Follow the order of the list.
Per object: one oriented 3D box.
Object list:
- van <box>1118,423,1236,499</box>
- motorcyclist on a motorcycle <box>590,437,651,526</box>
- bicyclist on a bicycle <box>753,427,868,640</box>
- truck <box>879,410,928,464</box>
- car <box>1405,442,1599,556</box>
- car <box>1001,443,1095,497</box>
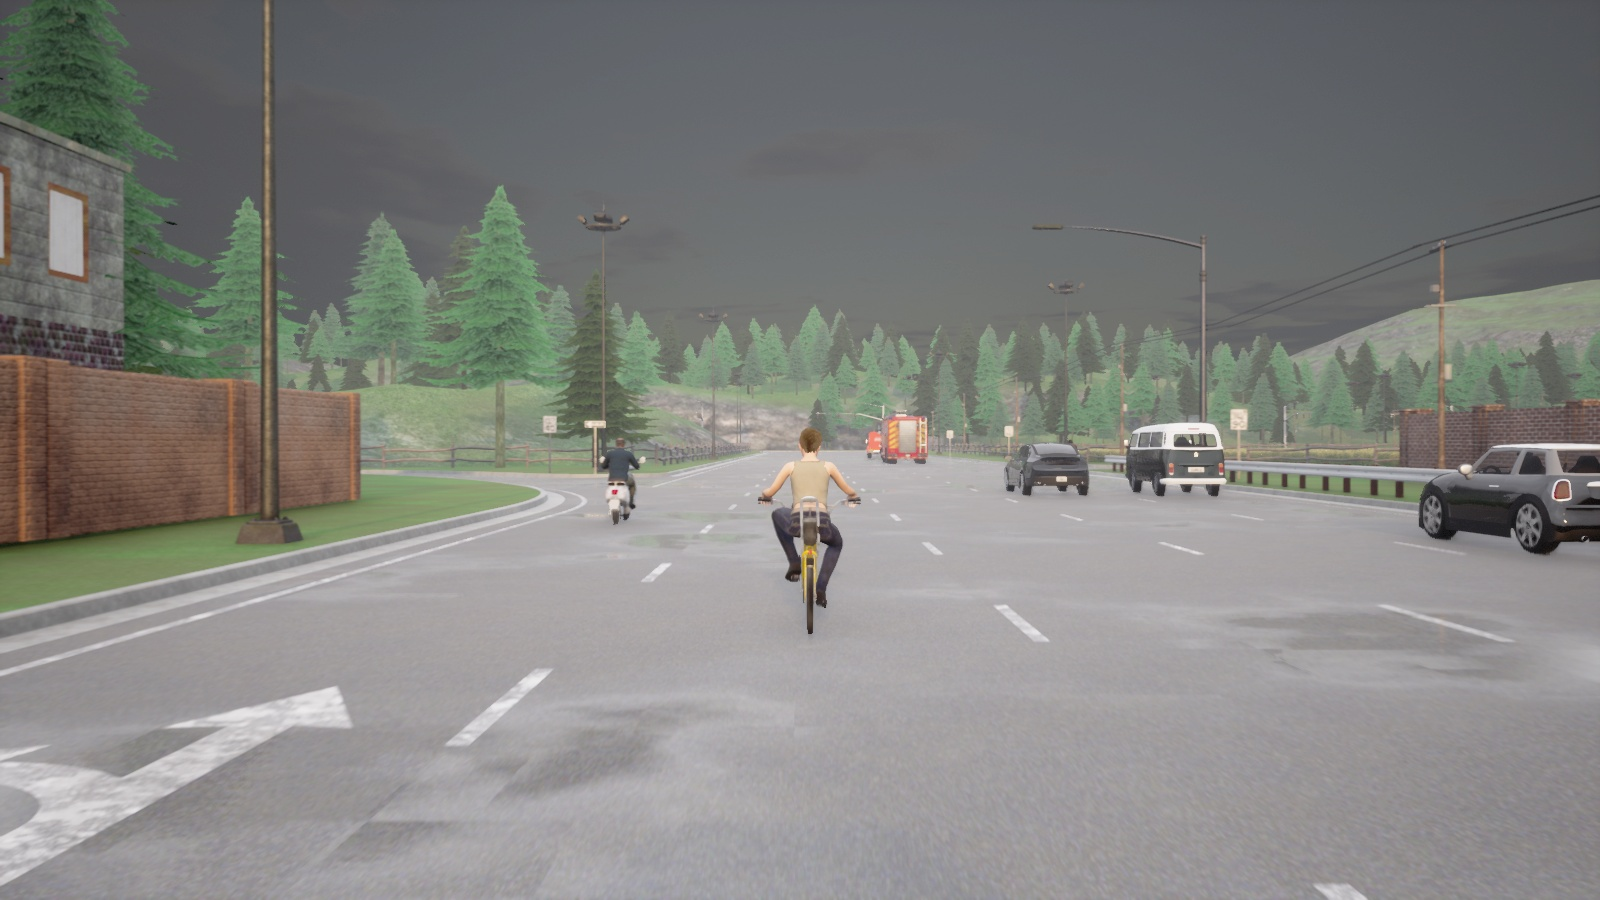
[{"bbox_3d":[10.719,0.275,36.080,2.069,2.038,4.480,0,0,0],"label":"van"},{"bbox_3d":[-3.352,0.564,23.592,0.866,1.590,1.817,0,0,0],"label":"motorcyclist on a motorcycle"},{"bbox_3d":[0.078,0.625,10.226,0.866,1.612,1.509,0,0,0],"label":"bicyclist on a bicycle"},{"bbox_3d":[7.536,-0.933,92.223,2.891,3.827,8.468,0,0,0],"label":"truck"},{"bbox_3d":[10.618,0.618,18.094,1.970,1.475,3.806,0,0,0],"label":"car"},{"bbox_3d":[7.224,0.548,37.036,1.837,1.490,4.892,0,0,0],"label":"car"}]
